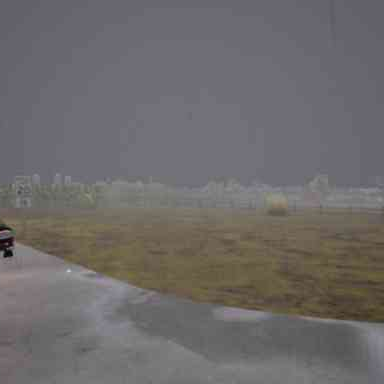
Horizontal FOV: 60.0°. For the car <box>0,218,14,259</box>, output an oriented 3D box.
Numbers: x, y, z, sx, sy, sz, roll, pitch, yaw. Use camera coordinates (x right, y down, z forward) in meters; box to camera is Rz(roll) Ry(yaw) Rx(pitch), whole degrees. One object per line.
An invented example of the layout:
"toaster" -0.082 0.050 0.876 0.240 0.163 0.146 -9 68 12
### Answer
"car" -7.586 1.410 11.383 2.128 1.511 4.902 -1 1 -42
